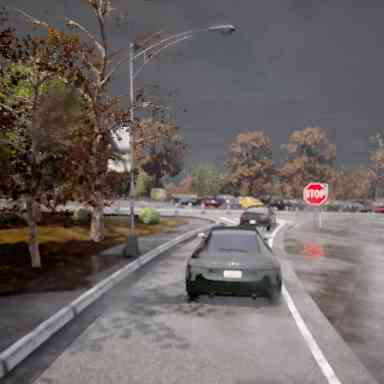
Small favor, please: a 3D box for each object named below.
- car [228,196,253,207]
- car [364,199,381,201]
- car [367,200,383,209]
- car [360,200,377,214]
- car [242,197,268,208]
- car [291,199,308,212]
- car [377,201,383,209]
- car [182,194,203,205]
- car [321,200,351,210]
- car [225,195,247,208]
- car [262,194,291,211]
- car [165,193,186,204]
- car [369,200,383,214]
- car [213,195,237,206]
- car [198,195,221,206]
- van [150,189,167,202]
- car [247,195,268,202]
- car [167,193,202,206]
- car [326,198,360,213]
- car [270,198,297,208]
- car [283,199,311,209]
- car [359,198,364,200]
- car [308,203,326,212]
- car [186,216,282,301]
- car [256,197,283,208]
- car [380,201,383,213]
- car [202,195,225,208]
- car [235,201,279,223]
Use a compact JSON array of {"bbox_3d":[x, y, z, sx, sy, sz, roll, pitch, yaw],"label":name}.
[{"bbox_3d":[8.024,1.552,55.863,1.946,1.575,5.366,3,0,-18],"label":"car"},{"bbox_3d":[28.101,2.271,48.577,2.185,1.767,4.553,2,0,-18],"label":"car"},{"bbox_3d":[37.056,2.445,65.322,2.185,1.767,4.553,1,0,-18],"label":"car"},{"bbox_3d":[22.826,2.234,46.767,2.163,1.488,4.792,2,0,-18],"label":"car"},{"bbox_3d":[10.607,1.719,56.494,2.163,1.488,4.792,3,0,-18],"label":"car"},{"bbox_3d":[12.248,1.715,43.283,2.231,1.521,4.892,3,0,-18],"label":"car"},{"bbox_3d":[39.709,2.613,66.164,2.097,1.535,5.008,1,0,-18],"label":"car"},{"bbox_3d":[0.024,1.112,53.017,2.002,1.452,4.674,4,-1,-18],"label":"car"},{"bbox_3d":[26.530,2.320,61.608,1.946,1.575,5.366,2,0,-18],"label":"car"},{"bbox_3d":[4.320,1.112,40.690,2.185,1.767,4.553,4,0,-18],"label":"car"},{"bbox_3d":[9.608,1.313,42.440,2.435,2.045,5.566,3,0,-18],"label":"car"},{"bbox_3d":[-2.614,0.937,52.142,2.002,1.452,4.674,4,-1,-18],"label":"car"},{"bbox_3d":[25.452,2.334,47.699,2.163,1.488,4.792,2,0,-18],"label":"car"},{"bbox_3d":[5.374,1.402,54.984,1.946,1.575,5.366,3,0,-18],"label":"car"},{"bbox_3d":[2.776,1.277,53.957,2.163,1.488,4.792,4,0,-18],"label":"car"},{"bbox_3d":[-5.089,0.506,51.181,1.878,1.987,4.442,4,0,-18],"label":"van"},{"bbox_3d":[6.957,1.405,41.528,2.097,1.535,5.008,3,0,-18],"label":"car"},{"bbox_3d":[-0.947,0.917,38.881,2.163,1.488,4.792,4,-1,-18],"label":"car"},{"bbox_3d":[20.189,1.971,45.888,2.185,1.767,4.553,2,0,-18],"label":"car"},{"bbox_3d":[15.893,1.935,58.272,2.097,1.535,5.008,2,0,-18],"label":"car"},{"bbox_3d":[18.661,2.050,59.189,2.231,1.521,4.892,2,0,-18],"label":"car"},{"bbox_3d":[29.117,2.395,62.667,2.097,1.535,5.008,2,0,-18],"label":"car"},{"bbox_3d":[14.888,1.882,44.135,2.163,1.488,4.792,3,0,-18],"label":"car"},{"bbox_3d":[1.055,1.538,8.350,1.994,1.385,4.181,0,0,8],"label":"car"},{"bbox_3d":[13.248,1.816,57.395,2.097,1.535,5.008,3,0,-18],"label":"car"},{"bbox_3d":[30.739,2.353,49.451,2.185,1.767,4.553,2,0,-18],"label":"car"},{"bbox_3d":[1.672,1.092,39.812,2.163,1.488,4.792,4,-1,-18],"label":"car"},{"bbox_3d":[4.236,1.552,21.109,1.812,1.442,4.674,0,0,19],"label":"car"}]
